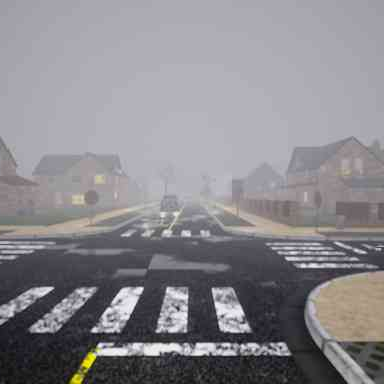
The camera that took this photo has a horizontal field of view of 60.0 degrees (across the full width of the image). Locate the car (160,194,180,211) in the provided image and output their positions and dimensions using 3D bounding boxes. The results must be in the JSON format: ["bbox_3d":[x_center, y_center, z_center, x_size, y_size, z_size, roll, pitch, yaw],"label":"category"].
[{"bbox_3d":[-2.732,1.315,41.588,2.150,2.045,5.566,0,-1,0],"label":"car"}]
